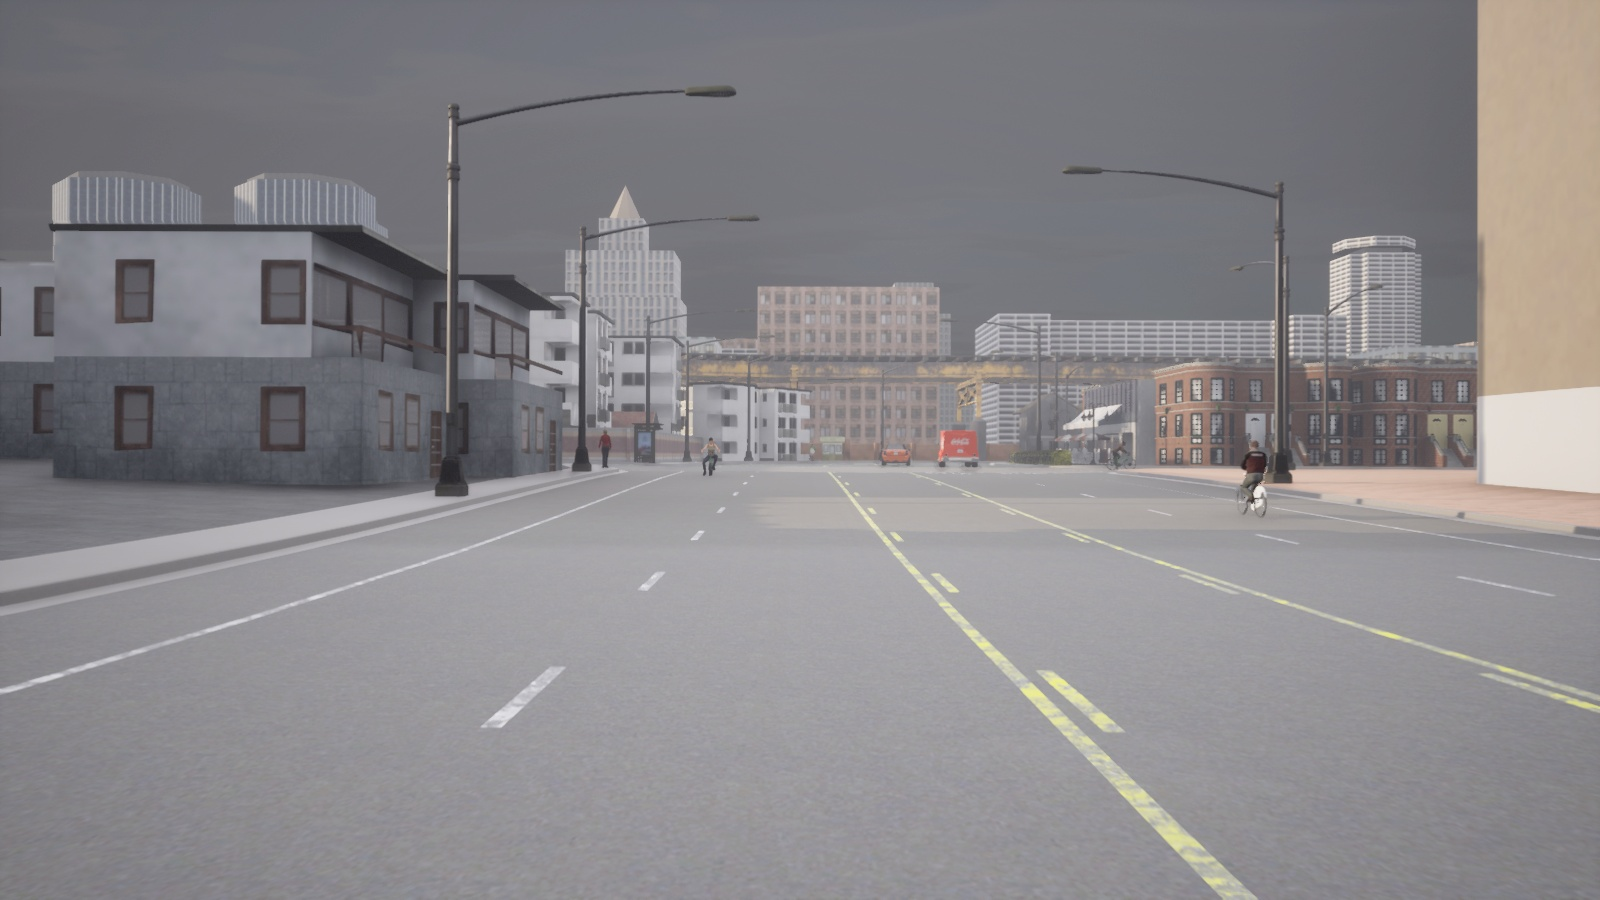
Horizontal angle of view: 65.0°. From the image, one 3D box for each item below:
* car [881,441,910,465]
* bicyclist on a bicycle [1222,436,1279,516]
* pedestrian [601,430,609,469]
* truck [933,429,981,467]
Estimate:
[{"bbox_3d":[7.220,0.236,94.273,2.097,1.767,4.553,0,0,5],"label":"car"},{"bbox_3d":[10.369,0.576,28.956,0.659,1.776,1.843,0,1,0],"label":"bicyclist on a bicycle"},{"bbox_3d":[-9.248,-0.007,59.633,0.331,1.846,0.636,0,0,-5],"label":"pedestrian"},{"bbox_3d":[10.428,-0.152,83.817,2.627,2.467,5.204,0,0,2],"label":"truck"}]
